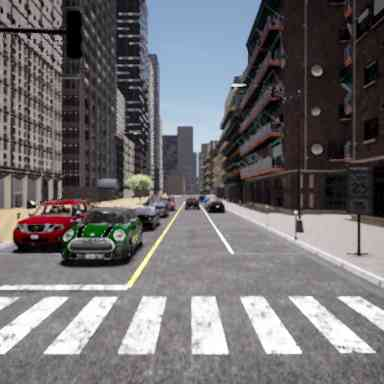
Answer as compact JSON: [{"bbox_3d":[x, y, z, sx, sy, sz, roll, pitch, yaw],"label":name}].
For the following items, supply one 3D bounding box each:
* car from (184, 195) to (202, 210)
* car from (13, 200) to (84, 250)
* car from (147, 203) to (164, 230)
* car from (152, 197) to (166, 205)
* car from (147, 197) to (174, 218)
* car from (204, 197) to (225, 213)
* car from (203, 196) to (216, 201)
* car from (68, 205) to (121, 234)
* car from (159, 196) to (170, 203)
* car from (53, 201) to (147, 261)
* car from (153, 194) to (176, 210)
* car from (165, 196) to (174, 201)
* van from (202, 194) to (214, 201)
[{"bbox_3d":[0.060,1.516,43.829,1.837,1.490,4.892,0,0,0],"label":"car"},{"bbox_3d":[-5.706,1.316,14.555,2.192,1.841,5.009,0,0,0],"label":"car"},{"bbox_3d":[-3.118,1.603,21.229,1.895,1.301,4.718,0,0,0],"label":"car"},{"bbox_3d":[-5.748,1.577,58.738,2.008,1.369,4.403,0,0,0],"label":"car"},{"bbox_3d":[-3.119,1.496,30.541,2.128,1.511,4.902,0,0,0],"label":"car"},{"bbox_3d":[2.654,1.573,36.654,1.947,1.339,4.313,0,0,0],"label":"car"},{"bbox_3d":[2.649,1.536,42.347,1.752,1.417,4.829,0,0,0],"label":"car"},{"bbox_3d":[-5.711,1.568,20.078,1.947,1.339,4.313,0,0,0],"label":"car"},{"bbox_3d":[-5.758,1.590,69.783,2.008,1.369,4.403,0,0,0],"label":"car"},{"bbox_3d":[-3.083,1.353,12.245,2.097,1.767,4.553,0,0,-1],"label":"car"},{"bbox_3d":[-3.081,1.361,40.346,2.097,1.767,4.553,0,0,0],"label":"car"},{"bbox_3d":[-5.774,1.629,86.352,1.947,1.339,4.313,0,0,0],"label":"car"},{"bbox_3d":[2.643,1.356,47.700,1.690,1.788,3.998,0,0,0],"label":"van"}]
